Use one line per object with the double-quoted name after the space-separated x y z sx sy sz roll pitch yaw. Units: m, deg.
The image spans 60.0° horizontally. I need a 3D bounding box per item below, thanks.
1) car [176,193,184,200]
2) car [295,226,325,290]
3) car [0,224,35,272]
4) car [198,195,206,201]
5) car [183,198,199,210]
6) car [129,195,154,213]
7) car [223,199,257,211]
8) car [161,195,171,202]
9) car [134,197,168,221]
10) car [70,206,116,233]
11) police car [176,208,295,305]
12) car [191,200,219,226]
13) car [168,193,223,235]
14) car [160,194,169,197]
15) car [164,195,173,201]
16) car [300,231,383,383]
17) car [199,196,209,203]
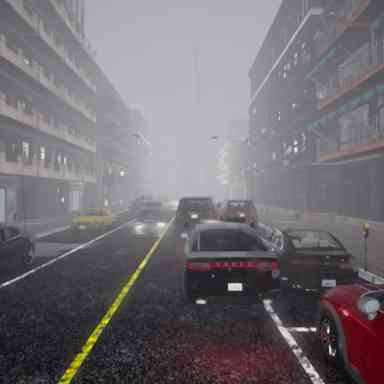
-3.198 1.191 90.502 2.150 2.045 5.566 0 0 0 "car"
2.672 1.550 8.685 2.008 1.369 4.403 0 0 0 "car"
-5.709 1.565 8.670 1.947 1.339 4.313 0 0 0 "car"
2.511 1.517 81.958 1.887 1.381 4.507 0 0 0 "car"
-0.089 1.537 45.190 2.033 1.411 5.357 0 0 0 "car"
-5.770 1.432 36.853 1.967 1.590 4.097 0 0 0 "car"
2.649 1.312 19.958 2.192 1.841 5.009 0 0 0 "car"
-5.857 1.415 76.307 1.967 1.590 4.097 0 0 0 "car"
-3.161 1.473 27.184 1.882 1.535 5.008 0 0 0 "car"
-5.733 1.523 19.773 1.752 1.417 4.829 0 0 0 "car"
0.744 1.423 8.293 1.930 1.638 5.238 0 0 0 "police car"
0.846 1.452 24.369 1.801 1.575 5.366 0 0 0 "car"
0.393 1.211 18.263 2.150 2.045 5.566 -1 1 6 "car"
-5.843 1.293 70.671 2.192 1.841 5.009 0 0 0 "car"
-5.869 1.517 81.944 1.887 1.381 4.507 0 0 0 "car"
2.684 1.440 3.049 1.967 1.590 4.097 0 0 0 "car"
2.536 1.503 70.856 1.752 1.417 4.829 0 0 0 "car"
